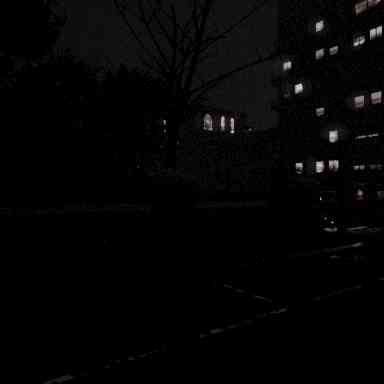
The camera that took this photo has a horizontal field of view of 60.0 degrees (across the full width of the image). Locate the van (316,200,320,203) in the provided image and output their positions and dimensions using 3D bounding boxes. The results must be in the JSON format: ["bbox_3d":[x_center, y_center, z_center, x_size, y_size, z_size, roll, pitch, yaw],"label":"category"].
[{"bbox_3d":[10.568,1.646,32.574,1.690,1.788,3.998,-1,0,-36],"label":"van"}]

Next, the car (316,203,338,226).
[{"bbox_3d":[8.399,1.801,25.727,2.033,1.411,5.357,0,-1,-36],"label":"car"}]
